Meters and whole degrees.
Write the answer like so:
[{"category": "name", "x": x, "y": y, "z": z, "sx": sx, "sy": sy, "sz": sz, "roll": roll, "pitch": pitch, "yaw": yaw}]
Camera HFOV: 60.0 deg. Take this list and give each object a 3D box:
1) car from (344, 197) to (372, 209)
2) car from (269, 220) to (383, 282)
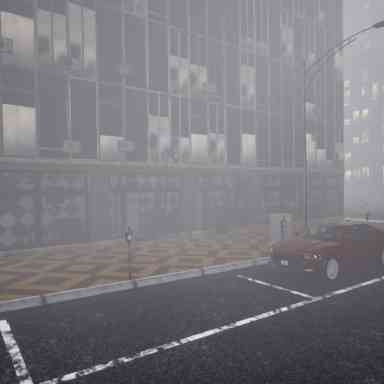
[{"category": "car", "x": 18.697, "y": 1.275, "z": 39.608, "sx": 1.752, "sy": 1.417, "sz": 4.829, "roll": -1, "pitch": 1, "yaw": -35}, {"category": "car", "x": 4.164, "y": 1.542, "z": 9.725, "sx": 4.507, "sy": 1.381, "sz": 1.887, "roll": 0, "pitch": -1, "yaw": -36}]
